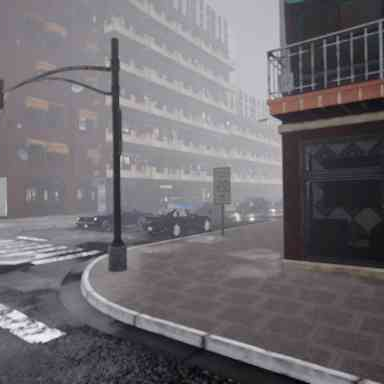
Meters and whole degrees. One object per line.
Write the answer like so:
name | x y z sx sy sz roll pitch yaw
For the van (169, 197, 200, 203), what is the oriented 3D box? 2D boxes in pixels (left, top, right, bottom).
van | -0.574 1.357 30.531 1.690 1.788 3.998 -1 -1 36

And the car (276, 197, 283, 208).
car | 12.569 1.404 44.597 1.882 1.535 5.008 -1 -1 36

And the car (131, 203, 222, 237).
car | -0.635 1.430 16.886 2.008 1.369 4.403 -1 -1 36

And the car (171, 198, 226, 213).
car | 0.928 1.514 28.391 2.033 1.411 5.357 -1 -1 35

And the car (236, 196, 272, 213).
car | 6.593 1.299 36.334 2.097 1.767 4.553 -1 -1 35

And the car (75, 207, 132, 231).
car | -4.739 1.590 20.453 1.895 1.301 4.718 -1 -1 33

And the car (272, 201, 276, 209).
car | 9.143 1.422 44.129 1.967 1.590 4.097 -1 -1 36
